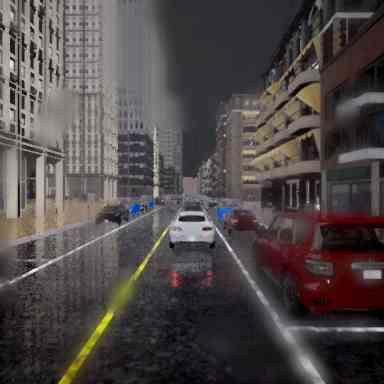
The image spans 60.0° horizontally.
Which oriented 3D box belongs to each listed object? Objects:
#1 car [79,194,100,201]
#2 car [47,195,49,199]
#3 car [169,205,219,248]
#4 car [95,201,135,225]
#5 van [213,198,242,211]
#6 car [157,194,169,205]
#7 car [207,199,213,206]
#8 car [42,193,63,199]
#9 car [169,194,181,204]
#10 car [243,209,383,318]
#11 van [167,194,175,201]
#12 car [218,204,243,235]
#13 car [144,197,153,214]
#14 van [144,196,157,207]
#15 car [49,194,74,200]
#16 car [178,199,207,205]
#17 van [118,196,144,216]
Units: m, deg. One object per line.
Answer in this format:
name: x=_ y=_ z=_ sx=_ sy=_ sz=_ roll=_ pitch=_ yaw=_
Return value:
car: x=-21.131 y=1.095 z=68.966 sx=4.097 sy=1.590 sz=1.967 roll=1 pitch=-1 yaw=0
car: x=-32.277 y=0.755 z=68.943 sx=5.009 sy=1.841 sz=2.192 roll=1 pitch=-1 yaw=0
car: x=0.000 y=1.532 z=14.650 sx=1.812 sy=1.442 sz=4.674 roll=0 pitch=0 yaw=0
car: x=-5.690 y=1.566 z=24.291 sx=1.947 sy=1.339 sz=4.313 roll=0 pitch=0 yaw=0
van: x=2.690 y=1.342 z=24.291 sx=1.690 sy=1.788 sz=3.998 roll=0 pitch=0 yaw=0
car: x=-5.691 y=1.459 z=58.183 sx=1.967 sy=1.590 sz=4.097 roll=0 pitch=0 yaw=0
car: x=2.690 y=1.559 z=41.237 sx=2.008 sy=1.369 sz=4.403 roll=0 pitch=0 yaw=0
car: x=-32.363 y=1.014 z=77.317 sx=4.206 sy=1.307 sz=1.802 roll=1 pitch=-1 yaw=0
car: x=-3.000 y=1.543 z=61.650 sx=2.128 sy=1.511 sz=4.902 roll=0 pitch=0 yaw=0
car: x=2.690 y=1.312 z=7.345 sx=2.192 sy=1.841 sz=5.009 roll=0 pitch=0 yaw=0
van: x=-5.691 y=1.390 z=90.657 sx=1.690 sy=1.788 sz=3.998 roll=0 pitch=0 yaw=0
car: x=2.690 y=1.581 z=18.643 sx=1.802 sy=1.307 sz=4.206 roll=0 pitch=0 yaw=0
car: x=-5.691 y=1.556 z=35.589 sx=2.008 sy=1.369 sz=4.403 roll=0 pitch=0 yaw=0
van: x=-5.691 y=1.349 z=41.237 sx=1.690 sy=1.788 sz=3.998 roll=0 pitch=0 yaw=0
car: x=-26.708 y=1.129 z=68.950 sx=4.206 sy=1.307 sz=1.802 roll=1 pitch=-1 yaw=0
car: x=0.000 y=1.576 z=29.650 sx=1.994 sy=1.385 sz=4.181 roll=0 pitch=0 yaw=0
van: x=-5.691 y=1.343 z=29.940 sx=1.690 sy=1.788 sz=3.998 roll=0 pitch=0 yaw=0
